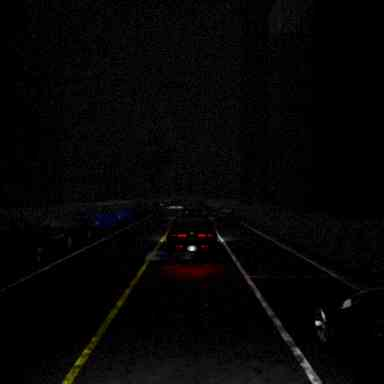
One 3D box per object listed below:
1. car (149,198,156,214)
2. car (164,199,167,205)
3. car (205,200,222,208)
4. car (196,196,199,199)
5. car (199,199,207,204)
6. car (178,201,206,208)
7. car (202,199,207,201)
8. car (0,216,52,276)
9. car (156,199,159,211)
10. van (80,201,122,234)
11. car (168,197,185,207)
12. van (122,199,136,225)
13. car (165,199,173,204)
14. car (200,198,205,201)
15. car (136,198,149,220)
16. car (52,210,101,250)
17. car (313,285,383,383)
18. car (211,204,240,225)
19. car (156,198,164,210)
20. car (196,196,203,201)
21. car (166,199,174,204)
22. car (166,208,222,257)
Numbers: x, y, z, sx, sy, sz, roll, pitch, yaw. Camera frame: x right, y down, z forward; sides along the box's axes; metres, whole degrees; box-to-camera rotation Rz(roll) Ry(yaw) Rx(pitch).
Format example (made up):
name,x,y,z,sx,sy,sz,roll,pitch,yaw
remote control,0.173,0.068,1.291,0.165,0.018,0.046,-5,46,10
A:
name,x,y,z,sx,sy,sz,roll,pitch,yaw
car,-5.771,1.675,37.519,2.192,1.841,5.009,0,-1,0
car,-5.774,2.076,54.547,2.008,1.369,4.403,0,-1,0
car,2.754,1.911,37.525,2.008,1.369,4.403,0,-1,0
car,2.742,2.309,88.621,1.967,1.590,4.097,0,-1,0
car,2.744,2.362,82.943,2.008,1.369,4.403,0,-1,0
car,0.013,1.781,28.520,1.837,1.490,4.892,0,0,0
car,2.752,2.052,48.879,1.802,1.307,4.206,0,-1,0
car,-5.764,1.528,9.131,1.967,1.590,4.097,0,-1,0
car,-5.772,1.981,43.193,1.947,1.339,4.313,0,-1,0
van,-5.767,1.538,20.487,1.690,1.788,3.998,0,-1,0
car,-3.030,2.172,64.596,2.033,1.411,5.357,0,-1,1
van,-5.768,1.592,26.164,1.690,1.788,3.998,0,-1,0
car,-5.781,2.393,82.933,1.802,1.307,4.206,0,-1,0
car,2.750,2.053,54.727,1.752,1.417,4.829,0,-1,0
car,-5.769,1.621,31.842,2.192,1.841,5.009,0,-1,0
car,-5.765,1.693,14.807,2.008,1.369,4.403,0,-1,0
car,2.762,1.600,3.460,1.947,1.339,4.313,0,-1,0
car,2.757,1.833,26.170,1.802,1.307,4.206,0,-1,0
car,-5.773,1.785,48.873,2.192,1.841,5.009,0,-1,0
car,2.346,2.126,66.968,1.882,1.535,5.008,0,-1,0
car,-5.782,2.451,88.610,1.802,1.307,4.206,0,-1,0
car,0.017,1.637,13.529,1.837,1.490,4.892,0,0,0
